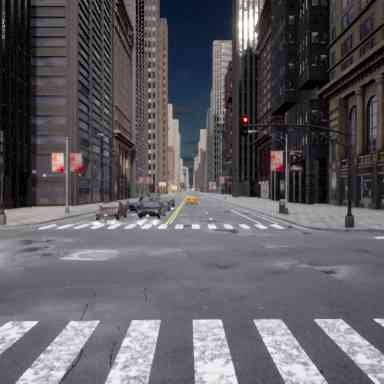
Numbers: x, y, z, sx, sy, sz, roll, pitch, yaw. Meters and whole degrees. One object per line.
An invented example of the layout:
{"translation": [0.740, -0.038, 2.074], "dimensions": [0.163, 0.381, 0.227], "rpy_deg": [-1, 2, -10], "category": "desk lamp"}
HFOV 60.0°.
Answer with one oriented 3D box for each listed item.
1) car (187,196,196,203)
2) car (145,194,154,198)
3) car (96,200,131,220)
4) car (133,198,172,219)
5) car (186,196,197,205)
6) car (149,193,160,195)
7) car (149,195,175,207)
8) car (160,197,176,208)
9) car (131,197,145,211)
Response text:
{"translation": [-0.063, 1.520, 69.999], "dimensions": [1.895, 1.301, 4.718], "rpy_deg": [0, 0, 0], "category": "car"}
{"translation": [-6.703, 1.470, 47.287], "dimensions": [1.837, 1.490, 4.892], "rpy_deg": [0, 0, 0], "category": "car"}
{"translation": [-6.658, 1.510, 27.939], "dimensions": [1.812, 1.442, 4.674], "rpy_deg": [0, 0, 0], "category": "car"}
{"translation": [-3.387, 1.530, 29.376], "dimensions": [2.033, 1.411, 5.357], "rpy_deg": [0, 0, 4], "category": "car"}
{"translation": [-0.037, 1.425, 58.469], "dimensions": [1.882, 1.535, 5.008], "rpy_deg": [0, 0, 0], "category": "car"}
{"translation": [-6.688, 1.170, 57.737], "dimensions": [2.150, 2.045, 5.566], "rpy_deg": [0, 0, 1], "category": "car"}
{"translation": [-3.432, 1.465, 39.115], "dimensions": [2.128, 1.511, 4.902], "rpy_deg": [0, 0, 0], "category": "car"}
{"translation": [-3.462, 1.509, 49.667], "dimensions": [2.033, 1.411, 5.357], "rpy_deg": [0, 0, 0], "category": "car"}
{"translation": [-6.681, 1.577, 37.047], "dimensions": [1.895, 1.301, 4.718], "rpy_deg": [0, 0, 0], "category": "car"}
